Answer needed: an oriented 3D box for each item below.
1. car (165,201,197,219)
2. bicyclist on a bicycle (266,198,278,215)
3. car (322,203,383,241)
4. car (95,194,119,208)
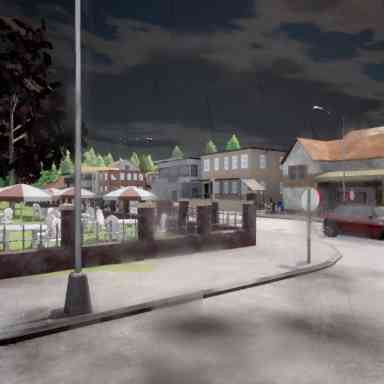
[{"bbox_3d":[-1.317,1.526,29.436,1.812,1.442,4.674,0,0,-35],"label":"car"},{"bbox_3d":[7.565,1.349,31.435,1.656,1.620,0.582,0,0,-35],"label":"bicyclist on a bicycle"},{"bbox_3d":[8.383,1.352,15.278,2.097,1.767,4.553,0,0,-29],"label":"car"},{"bbox_3d":[-11.520,1.223,43.837,2.150,2.045,5.566,0,0,-35],"label":"car"}]
